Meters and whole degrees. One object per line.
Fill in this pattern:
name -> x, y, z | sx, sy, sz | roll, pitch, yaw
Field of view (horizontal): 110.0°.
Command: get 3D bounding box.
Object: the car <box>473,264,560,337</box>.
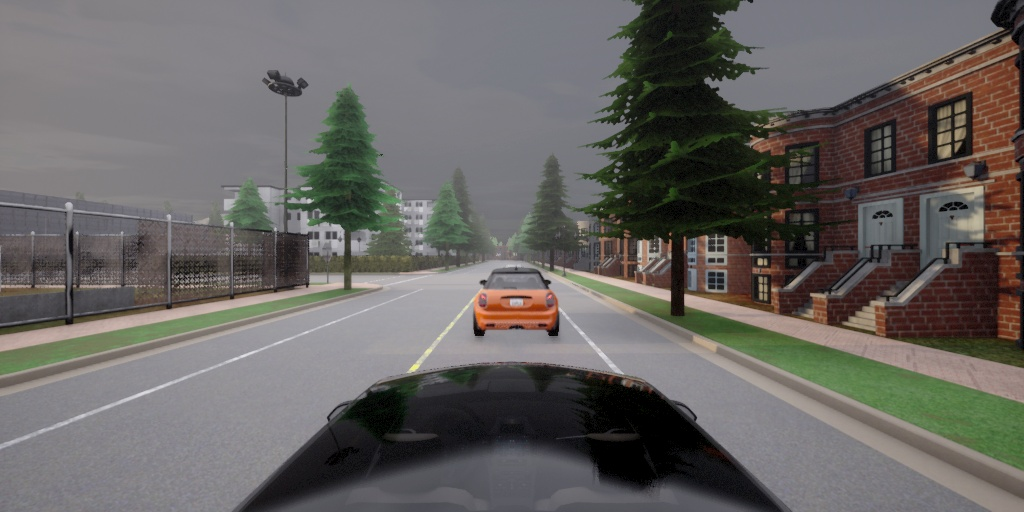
car -> 0.102, 1.105, 10.455 | 2.097, 1.767, 4.553 | 0, 0, 0

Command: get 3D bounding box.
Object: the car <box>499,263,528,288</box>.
car -> 0.112, 1.286, 24.942 | 1.812, 1.442, 4.674 | 0, 0, 0
